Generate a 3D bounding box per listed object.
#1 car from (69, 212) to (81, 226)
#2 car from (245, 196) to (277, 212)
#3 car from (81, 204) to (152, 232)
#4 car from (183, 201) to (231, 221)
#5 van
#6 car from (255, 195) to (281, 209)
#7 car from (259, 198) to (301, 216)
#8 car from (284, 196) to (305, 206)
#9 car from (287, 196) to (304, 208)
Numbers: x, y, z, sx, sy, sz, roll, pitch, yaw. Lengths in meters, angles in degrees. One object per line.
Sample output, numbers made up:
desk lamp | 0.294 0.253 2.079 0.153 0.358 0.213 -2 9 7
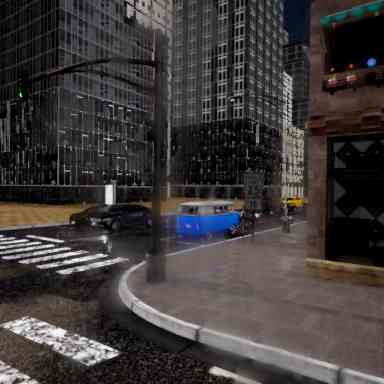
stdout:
car | -5.908 1.467 21.851 1.947 1.339 4.313 1 1 36
car | 7.131 1.258 35.637 2.097 1.767 4.553 1 1 36
car | -3.971 1.466 20.102 1.812 1.442 4.674 1 1 37
car | 1.301 1.487 27.502 1.994 1.385 4.181 1 1 35
van | 0.915 1.368 16.979 1.690 1.788 3.998 1 1 36
car | 10.165 1.293 44.363 1.967 1.590 4.097 1 1 36
car | 8.586 1.558 32.190 1.895 1.301 4.718 1 1 36
car | 16.495 1.364 53.232 1.752 1.417 4.829 1 1 36
car | 12.993 1.369 43.784 1.882 1.535 5.008 1 1 36
